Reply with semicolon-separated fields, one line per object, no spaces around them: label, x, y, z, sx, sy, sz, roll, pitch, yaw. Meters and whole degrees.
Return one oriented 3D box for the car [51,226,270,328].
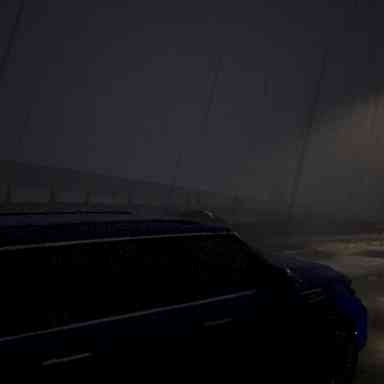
car;-0.524;1.626;7.676;4.718;1.301;1.895;0;0;-36

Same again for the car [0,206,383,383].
car;-0.493;1.231;3.398;5.566;2.045;2.150;0;0;-36

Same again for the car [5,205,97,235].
car;-8.228;1.553;19.624;4.674;1.442;1.812;1;0;-36

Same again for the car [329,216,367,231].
car;18.094;3.684;38.424;4.718;1.301;1.895;8;-5;-35

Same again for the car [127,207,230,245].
car;-0.549;1.585;16.506;4.892;1.490;1.837;1;0;-36
